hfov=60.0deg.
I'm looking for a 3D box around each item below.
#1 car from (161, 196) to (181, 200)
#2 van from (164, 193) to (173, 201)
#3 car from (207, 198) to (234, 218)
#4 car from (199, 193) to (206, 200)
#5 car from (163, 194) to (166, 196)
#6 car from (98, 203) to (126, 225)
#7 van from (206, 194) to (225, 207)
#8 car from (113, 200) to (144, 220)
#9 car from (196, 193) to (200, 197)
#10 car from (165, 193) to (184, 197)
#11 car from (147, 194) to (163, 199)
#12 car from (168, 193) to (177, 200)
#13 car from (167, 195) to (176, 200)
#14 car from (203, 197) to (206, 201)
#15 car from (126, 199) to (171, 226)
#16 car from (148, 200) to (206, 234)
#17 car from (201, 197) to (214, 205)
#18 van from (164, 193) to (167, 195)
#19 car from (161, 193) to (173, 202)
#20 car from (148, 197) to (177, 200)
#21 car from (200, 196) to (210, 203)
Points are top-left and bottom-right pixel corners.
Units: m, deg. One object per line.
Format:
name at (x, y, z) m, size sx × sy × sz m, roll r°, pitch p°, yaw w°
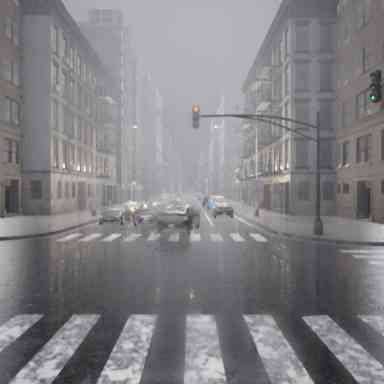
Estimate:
car at (-2.850, 1.512, 43.004) m, size 1.994 × 1.385 × 4.181 m, roll 0°, pitch 0°, yaw 1°
van at (-5.467, 1.249, 77.800) m, size 1.690 × 1.788 × 3.998 m, roll 0°, pitch 0°, yaw 0°
car at (2.629, 1.515, 29.148) m, size 2.008 × 1.369 × 4.403 m, roll 0°, pitch 0°, yaw 0°
car at (2.627, 1.254, 50.773) m, size 2.192 × 1.841 × 5.009 m, roll 0°, pitch 0°, yaw 0°
car at (-5.433, 1.464, 50.599) m, size 1.752 × 1.417 × 4.829 m, roll 0°, pitch 0°, yaw 0°
car at (-5.399, 1.522, 23.738) m, size 2.008 × 1.369 × 4.403 m, roll 0°, pitch 0°, yaw 0°
van at (2.629, 1.299, 34.554) m, size 1.690 × 1.788 × 3.998 m, roll 0°, pitch 0°, yaw 0°
car at (-5.405, 1.490, 28.974) m, size 1.752 × 1.417 × 4.829 m, roll 0°, pitch 0°, yaw 0°
car at (2.624, 1.446, 83.210) m, size 1.887 × 1.381 × 4.507 m, roll 0°, pitch 0°, yaw 0°
car at (-2.816, 1.414, 53.259) m, size 1.882 × 1.535 × 5.008 m, roll 0°, pitch 0°, yaw 1°
car at (-5.426, 1.385, 45.363) m, size 1.967 × 1.590 × 4.097 m, roll 0°, pitch 0°, yaw 0°
car at (-5.488, 1.203, 94.019) m, size 2.192 × 1.841 × 5.009 m, roll 0°, pitch 0°, yaw 0°
car at (-5.481, 1.445, 88.613) m, size 2.008 × 1.369 × 4.403 m, roll 0°, pitch 0°, yaw 0°
car at (2.628, 1.533, 39.961) m, size 1.802 × 1.307 × 4.206 m, roll 0°, pitch 0°, yaw 0°
car at (-2.857, 1.463, 23.107) m, size 2.128 × 1.511 × 4.902 m, roll 0°, pitch 0°, yaw 0°
car at (-0.672, 1.468, 19.140) m, size 2.128 × 1.511 × 4.902 m, roll 0°, pitch 0°, yaw 8°
car at (2.627, 1.498, 56.179) m, size 1.947 × 1.339 × 4.313 m, roll 0°, pitch 0°, yaw 0°
van at (-5.453, 1.261, 66.987) m, size 1.690 × 1.788 × 3.998 m, roll 0°, pitch 0°, yaw 0°
car at (-5.460, 1.229, 72.393) m, size 2.192 × 1.841 × 5.009 m, roll 0°, pitch 0°, yaw 0°
car at (-2.856, 1.507, 32.990) m, size 2.033 × 1.411 × 5.357 m, roll 0°, pitch 0°, yaw 0°
car at (2.626, 1.445, 67.161) m, size 1.752 × 1.417 × 4.829 m, roll 0°, pitch 0°, yaw 0°
